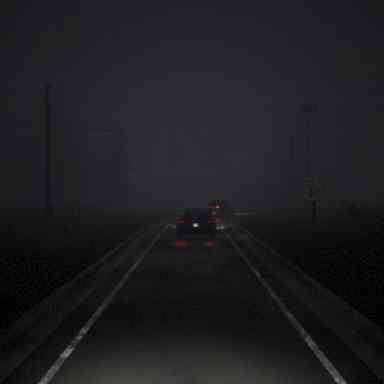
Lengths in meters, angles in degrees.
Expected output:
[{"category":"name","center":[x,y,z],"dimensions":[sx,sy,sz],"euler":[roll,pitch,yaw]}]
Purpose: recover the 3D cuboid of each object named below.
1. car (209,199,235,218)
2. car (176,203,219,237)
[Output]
[{"category":"car","center":[2.573,1.447,30.109],"dimensions":[1.837,1.490,4.892],"euler":[0,0,19]},{"category":"car","center":[0.261,1.529,17.702],"dimensions":[1.994,1.385,4.181],"euler":[0,0,3]}]
